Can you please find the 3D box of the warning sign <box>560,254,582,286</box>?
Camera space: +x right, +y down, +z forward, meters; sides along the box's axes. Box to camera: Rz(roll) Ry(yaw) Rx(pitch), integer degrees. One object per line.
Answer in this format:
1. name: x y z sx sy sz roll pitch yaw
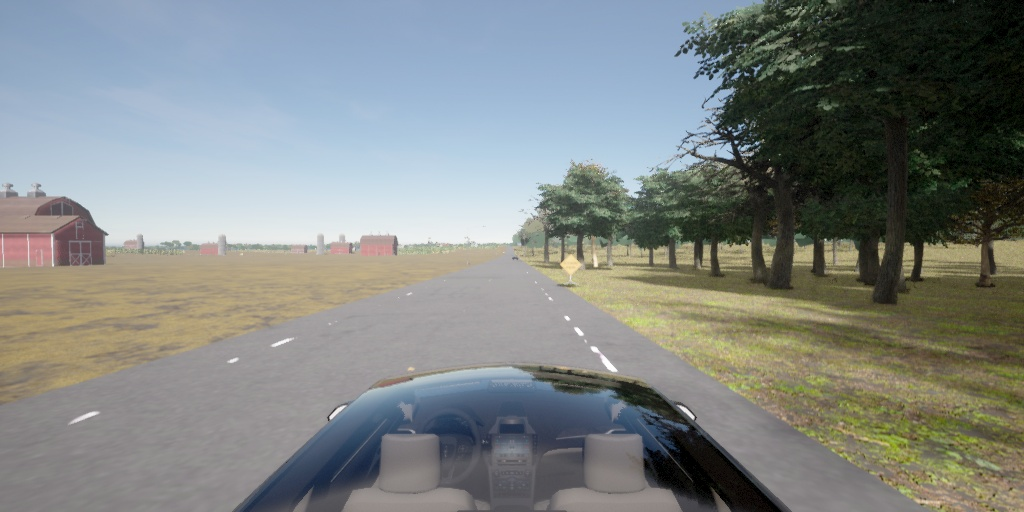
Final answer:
1. warning sign: 3.550 0.815 21.850 1.300 1.860 1.060 0 0 0
